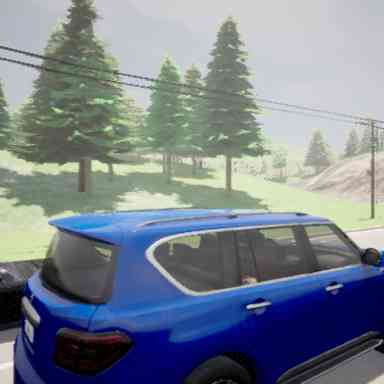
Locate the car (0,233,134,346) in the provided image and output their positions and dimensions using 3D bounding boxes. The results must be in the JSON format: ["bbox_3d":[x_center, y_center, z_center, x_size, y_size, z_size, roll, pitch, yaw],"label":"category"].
[{"bbox_3d":[-3.537,1.602,5.526,4.718,1.301,1.895,0,0,-35],"label":"car"}]

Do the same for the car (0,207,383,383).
[{"bbox_3d":[0.832,1.223,4.334,5.566,2.045,2.150,0,0,-35],"label":"car"}]
